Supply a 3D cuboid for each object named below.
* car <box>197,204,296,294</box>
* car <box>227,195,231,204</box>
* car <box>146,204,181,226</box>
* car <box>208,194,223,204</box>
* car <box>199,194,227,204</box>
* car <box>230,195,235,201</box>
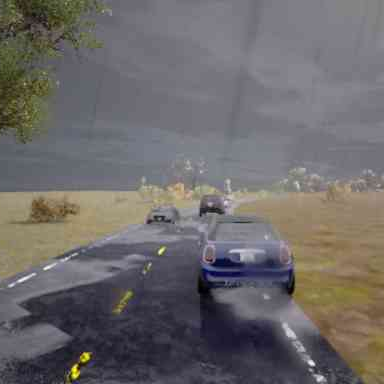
[{"bbox_3d":[1.216,1.360,8.976,2.097,1.767,4.553,0,0,2],"label":"car"},{"bbox_3d":[4.070,1.551,46.884,1.812,1.442,4.674,0,0,11],"label":"car"},{"bbox_3d":[-1.974,1.581,23.850,1.994,1.385,4.181,0,0,5],"label":"car"},{"bbox_3d":[4.601,1.377,64.847,2.097,1.767,4.553,0,0,13],"label":"car"},{"bbox_3d":[1.968,1.244,32.162,2.150,2.045,5.566,0,0,8],"label":"car"},{"bbox_3d":[9.566,1.554,83.296,1.812,1.442,4.674,0,0,17],"label":"car"}]
